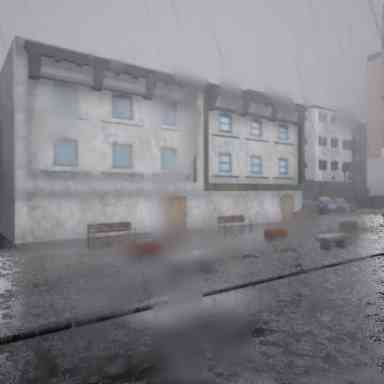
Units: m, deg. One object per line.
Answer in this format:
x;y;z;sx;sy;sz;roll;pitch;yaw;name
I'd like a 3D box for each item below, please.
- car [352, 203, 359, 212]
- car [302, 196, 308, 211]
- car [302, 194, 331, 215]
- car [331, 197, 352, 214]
14.847;1.302;34.081;1.816;1.474;4.193;0;0;-26;car
7.947;1.329;29.187;1.845;1.501;3.633;0;0;-26;car
10.141;1.150;30.256;1.905;1.878;3.866;0;0;-26;car
12.529;1.245;32.249;2.242;1.667;4.611;0;0;-26;car
